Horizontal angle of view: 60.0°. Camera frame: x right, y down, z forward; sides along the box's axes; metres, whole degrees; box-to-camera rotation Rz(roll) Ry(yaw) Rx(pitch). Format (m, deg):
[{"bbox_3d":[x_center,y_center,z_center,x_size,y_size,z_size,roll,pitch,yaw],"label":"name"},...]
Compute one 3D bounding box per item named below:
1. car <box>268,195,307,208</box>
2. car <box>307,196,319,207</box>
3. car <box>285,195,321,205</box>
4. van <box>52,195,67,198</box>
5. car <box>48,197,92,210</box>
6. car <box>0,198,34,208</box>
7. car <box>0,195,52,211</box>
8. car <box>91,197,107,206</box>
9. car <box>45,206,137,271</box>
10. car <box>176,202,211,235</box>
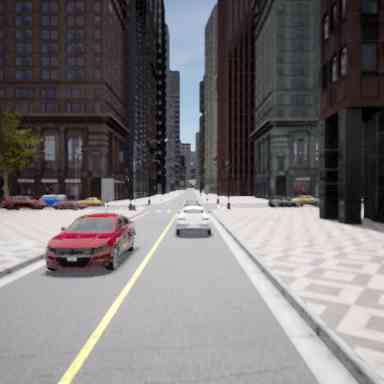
[{"bbox_3d":[11.685,1.357,41.781,4.313,1.339,1.947,-1,1,0],"label":"car"},{"bbox_3d":[17.063,1.281,41.770,4.403,1.369,2.008,-1,1,0],"label":"car"},{"bbox_3d":[16.734,1.158,50.294,4.829,1.417,1.752,-1,1,0],"label":"car"},{"bbox_3d":[-20.959,1.380,50.367,3.998,1.788,1.690,-1,1,0],"label":"van"},{"bbox_3d":[-15.284,1.665,41.836,4.206,1.307,1.802,-1,1,0],"label":"car"},{"bbox_3d":[-26.636,1.660,50.383,4.313,1.339,1.947,-1,1,0],"label":"car"},{"bbox_3d":[-20.967,1.455,41.841,5.009,1.841,2.192,-1,1,0],"label":"car"},{"bbox_3d":[-15.447,1.509,50.360,4.829,1.417,1.752,-1,1,0],"label":"car"},{"bbox_3d":[-3.091,1.465,11.078,1.882,1.535,5.008,0,0,0],"label":"car"},{"bbox_3d":[0.097,1.499,18.542,1.812,1.442,4.674,0,-1,0],"label":"car"}]
